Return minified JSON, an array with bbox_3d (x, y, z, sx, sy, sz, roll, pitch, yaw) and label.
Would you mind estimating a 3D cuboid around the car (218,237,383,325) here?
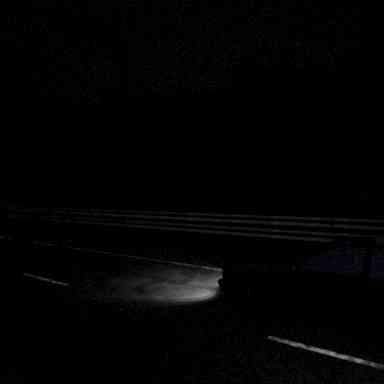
[{"bbox_3d":[3.151,1.553,6.048,5.357,1.411,2.033,0,0,36],"label":"car"}]
